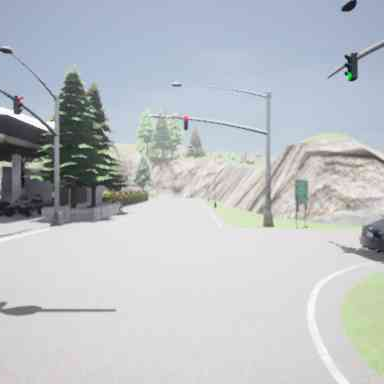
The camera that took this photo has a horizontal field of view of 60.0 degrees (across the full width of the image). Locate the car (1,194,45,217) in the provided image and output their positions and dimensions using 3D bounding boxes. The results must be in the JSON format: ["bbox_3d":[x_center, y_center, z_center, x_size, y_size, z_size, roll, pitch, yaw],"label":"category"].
[{"bbox_3d":[-14.439,1.108,29.056,1.905,1.878,3.866,0,0,-1],"label":"car"}]

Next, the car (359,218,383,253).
[{"bbox_3d":[7.537,1.299,10.335,4.181,1.385,1.994,0,0,1],"label":"car"}]
